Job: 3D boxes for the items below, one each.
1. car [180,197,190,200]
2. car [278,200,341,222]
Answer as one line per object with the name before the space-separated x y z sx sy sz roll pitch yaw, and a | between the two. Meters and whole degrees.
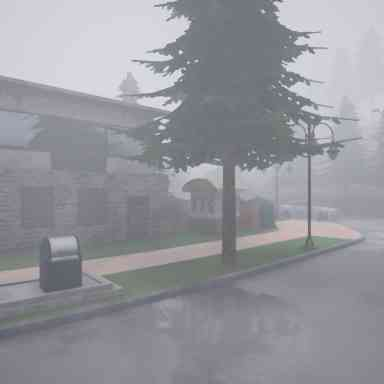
car | -0.383 1.345 33.876 4.892 1.490 1.837 1 1 43
car | 8.804 1.368 25.174 1.812 1.442 4.674 0 0 -42
